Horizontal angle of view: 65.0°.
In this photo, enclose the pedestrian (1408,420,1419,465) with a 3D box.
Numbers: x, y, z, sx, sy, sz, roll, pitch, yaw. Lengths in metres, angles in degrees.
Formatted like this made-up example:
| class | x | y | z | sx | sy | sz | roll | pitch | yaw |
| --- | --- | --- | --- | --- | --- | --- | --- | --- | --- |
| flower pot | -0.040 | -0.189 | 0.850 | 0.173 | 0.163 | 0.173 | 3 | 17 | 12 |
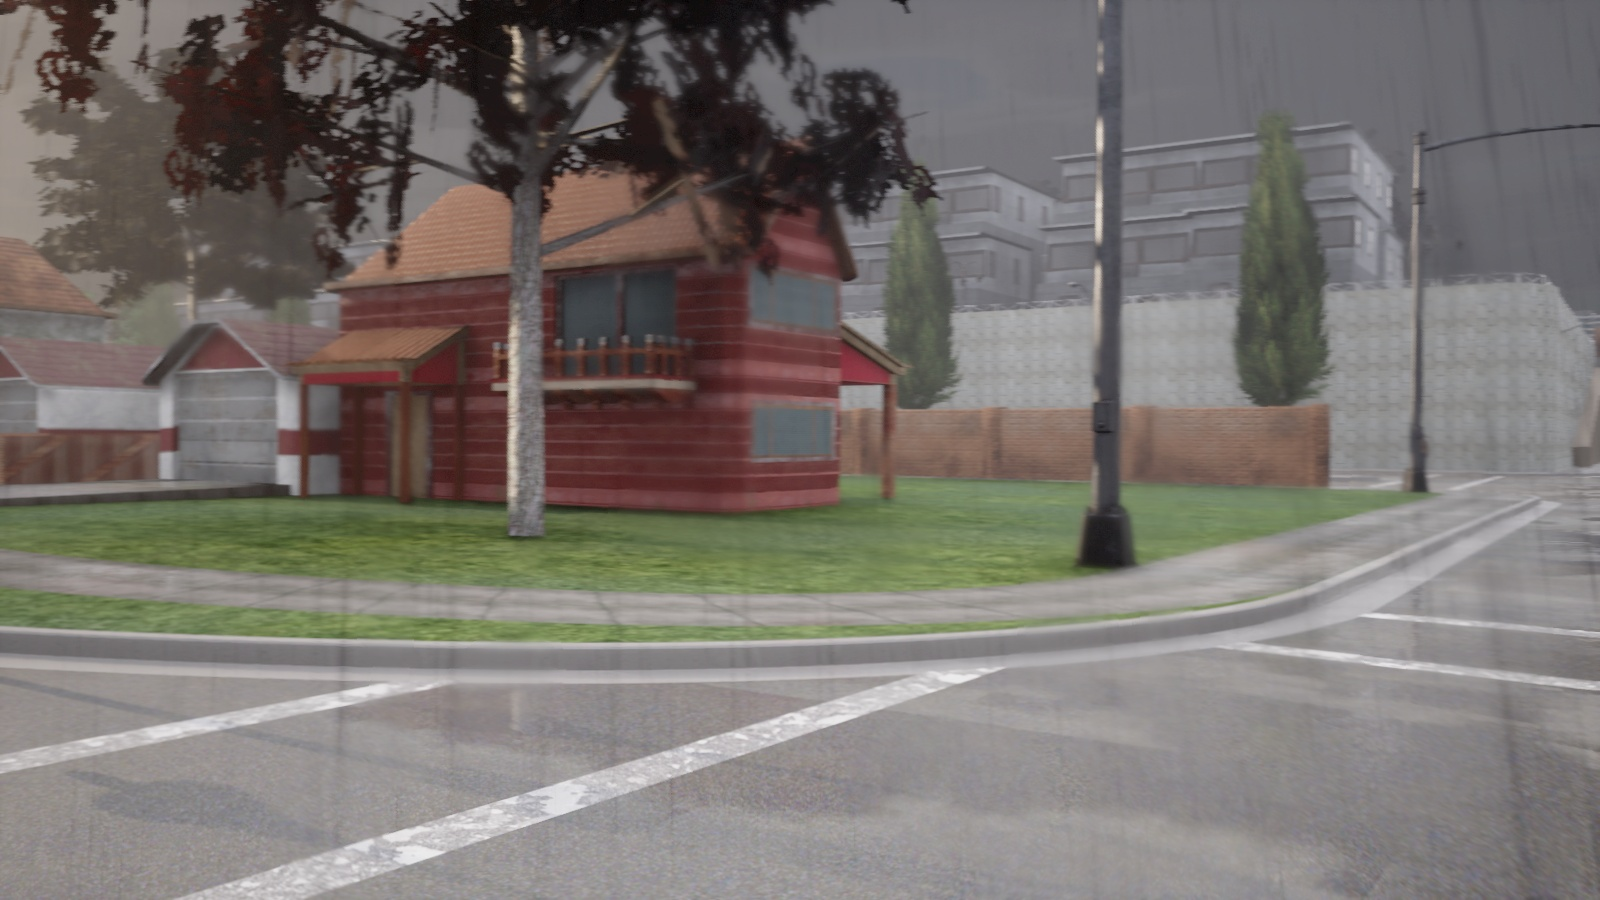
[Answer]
| class | x | y | z | sx | sy | sz | roll | pitch | yaw |
| --- | --- | --- | --- | --- | --- | --- | --- | --- | --- |
| pedestrian | 24.838 | -0.311 | 50.818 | 0.328 | 1.805 | 0.869 | -1 | 1 | 23 |
